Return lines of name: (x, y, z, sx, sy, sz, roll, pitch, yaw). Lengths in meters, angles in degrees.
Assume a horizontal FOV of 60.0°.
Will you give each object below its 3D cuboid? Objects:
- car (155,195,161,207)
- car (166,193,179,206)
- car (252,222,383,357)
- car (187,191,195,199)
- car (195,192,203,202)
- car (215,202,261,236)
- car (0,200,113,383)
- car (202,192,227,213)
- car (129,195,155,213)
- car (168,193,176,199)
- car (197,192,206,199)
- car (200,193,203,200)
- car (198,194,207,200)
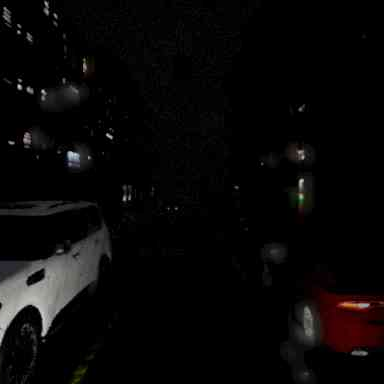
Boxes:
car: (-5.358, 1.201, 45.955, 1.967, 1.590, 4.097, -1, 0, 0)
car: (-2.863, 1.288, 50.157, 2.033, 1.411, 5.357, 0, 0, 0)
car: (2.519, 1.512, 6.103, 1.887, 1.381, 4.507, -1, 0, 0)
car: (-0.059, 0.673, 84.683, 2.150, 2.045, 5.566, 0, 0, 0)
car: (2.215, 1.012, 67.037, 2.097, 1.767, 4.553, 0, 0, 0)
car: (2.511, 1.458, 17.432, 2.008, 1.369, 4.403, -1, 0, 0)
car: (-2.864, 1.192, 5.355, 2.150, 2.045, 5.566, 0, 0, 0)
car: (2.518, 1.134, 34.424, 2.192, 1.841, 5.009, -1, 0, 0)
car: (-5.350, 1.258, 34.653, 1.967, 1.590, 4.097, -1, 0, 0)
car: (-5.389, 1.085, 91.165, 1.887, 1.381, 4.507, -1, 0, 0)
car: (2.492, 0.883, 85.402, 2.192, 1.841, 5.009, -1, 0, 0)
car: (2.527, 1.202, 45.753, 1.967, 1.590, 4.097, -1, 0, 0)
car: (2.500, 1.177, 79.739, 1.802, 1.307, 4.206, -1, 0, 0)
